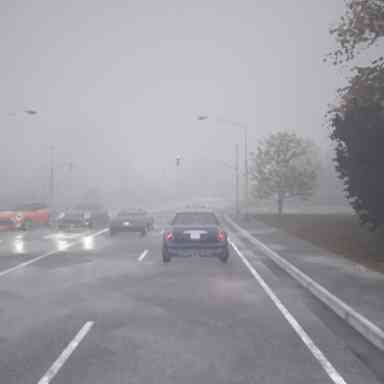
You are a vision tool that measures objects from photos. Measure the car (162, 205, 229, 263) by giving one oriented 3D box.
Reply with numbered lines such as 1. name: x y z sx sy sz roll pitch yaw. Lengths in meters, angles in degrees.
1. car: 0.105 1.371 12.213 2.097 1.767 4.553 0 0 0

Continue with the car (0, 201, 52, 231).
1. car: -10.502 1.405 20.679 2.097 1.767 4.553 0 0 1

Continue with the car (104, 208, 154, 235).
1. car: -3.355 1.610 19.160 1.994 1.385 4.181 0 0 0

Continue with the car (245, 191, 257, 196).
1. car: 17.011 0.416 90.241 2.128 1.511 4.902 0 3 33

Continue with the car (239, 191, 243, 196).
1. car: 14.137 0.406 92.239 1.812 1.442 4.674 0 3 33

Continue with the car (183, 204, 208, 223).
1. car: 0.326 1.686 27.264 1.895 1.301 4.718 0 0 2

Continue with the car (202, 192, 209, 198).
1. car: 4.202 0.846 88.889 1.837 1.490 4.892 0 3 26

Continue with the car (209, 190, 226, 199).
1. car: 7.145 0.582 86.942 2.150 2.045 5.566 0 3 26

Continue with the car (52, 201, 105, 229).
1. car: -6.984 1.410 21.777 2.097 1.767 4.553 0 0 1
